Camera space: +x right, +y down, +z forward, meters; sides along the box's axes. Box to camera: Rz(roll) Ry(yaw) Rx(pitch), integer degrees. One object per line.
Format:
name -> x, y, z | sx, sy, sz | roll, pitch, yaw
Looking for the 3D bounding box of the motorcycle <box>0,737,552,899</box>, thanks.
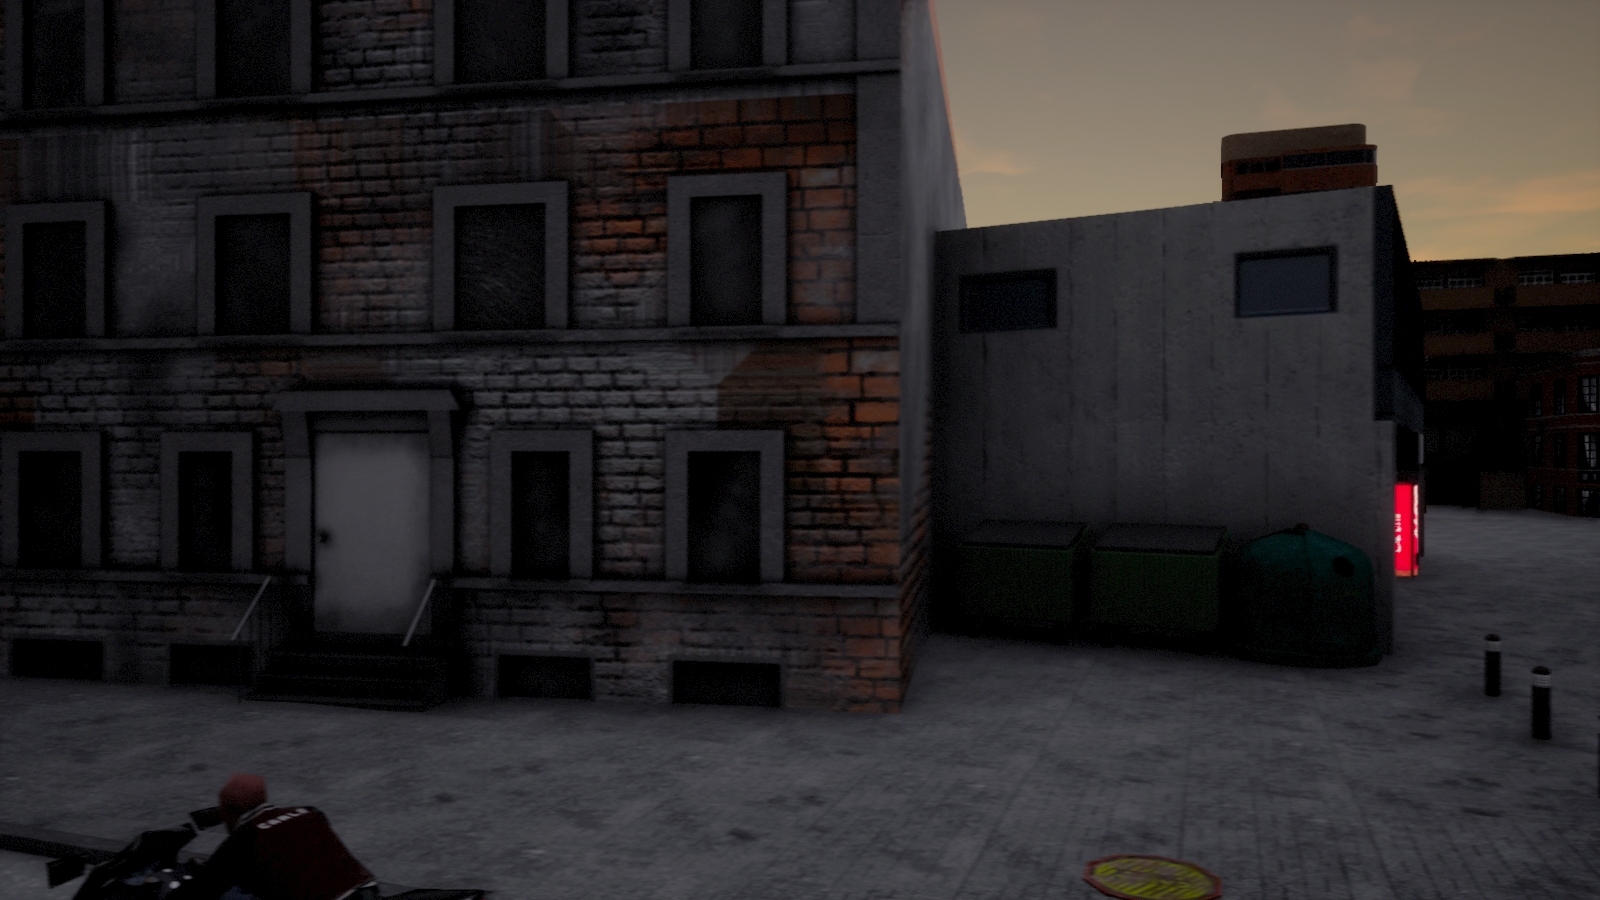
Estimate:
motorcycle -> -2.199, 1.985, 4.626 | 2.209, 1.251, 0.867 | 0, 0, 20
